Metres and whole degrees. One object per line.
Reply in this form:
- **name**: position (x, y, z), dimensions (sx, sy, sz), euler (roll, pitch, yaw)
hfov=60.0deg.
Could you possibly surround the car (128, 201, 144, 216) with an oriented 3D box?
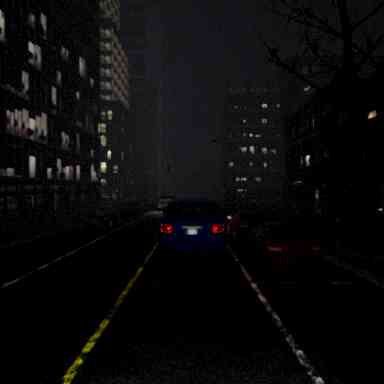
- **car**: position (-5.843, 1.600, 33.153), dimensions (1.887, 1.381, 4.507), euler (-1, 0, 0)

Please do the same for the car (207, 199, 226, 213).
- **car**: position (2.793, 1.591, 38.913), dimensions (1.752, 1.417, 4.829), euler (-1, 0, 0)

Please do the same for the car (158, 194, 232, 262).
- **car**: position (0.031, 1.243, 12.389), dimensions (2.150, 2.045, 5.566), euler (0, 0, 0)

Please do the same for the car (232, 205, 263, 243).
- **car**: position (2.740, 1.572, 16.166), dimensions (1.887, 1.381, 4.507), euler (-1, 0, 0)

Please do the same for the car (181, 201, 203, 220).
- **car**: position (0.041, 1.574, 29.229), dimensions (1.812, 1.442, 4.674), euler (0, 0, 0)

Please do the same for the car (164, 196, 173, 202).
- **car**: position (-5.731, 1.711, 82.349), dimensions (1.947, 1.339, 4.313), euler (-1, 0, 0)

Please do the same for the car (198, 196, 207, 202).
- **car**: position (2.648, 1.696, 82.352), dimensions (2.008, 1.369, 4.403), euler (-1, 0, 0)

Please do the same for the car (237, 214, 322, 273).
- **car**: position (2.709, 1.600, 10.521), dimensions (1.802, 1.307, 4.206), euler (-1, 0, 0)

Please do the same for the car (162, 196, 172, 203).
- **car**: position (-5.730, 1.660, 76.525), dimensions (1.752, 1.417, 4.829), euler (-1, 0, 0)

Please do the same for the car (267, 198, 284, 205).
- **car**: position (16.292, 1.740, 61.881), dimensions (4.403, 1.369, 2.008), euler (0, 0, 1)

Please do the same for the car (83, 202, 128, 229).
- **car**: position (-5.813, 1.587, 21.864), dimensions (2.008, 1.369, 4.403), euler (-1, 0, 0)
